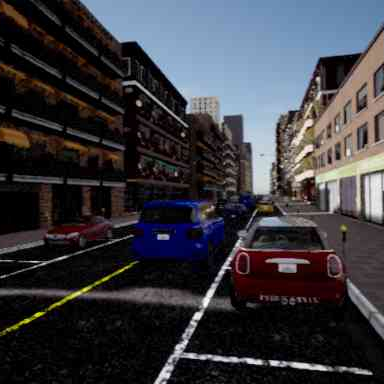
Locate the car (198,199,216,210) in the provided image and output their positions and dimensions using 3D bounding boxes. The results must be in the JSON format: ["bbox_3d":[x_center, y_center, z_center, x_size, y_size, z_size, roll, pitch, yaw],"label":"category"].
[{"bbox_3d":[2.205,1.787,48.703,1.887,1.381,4.507,-1,0,13],"label":"car"}]

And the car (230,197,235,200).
[{"bbox_3d":[4.368,1.698,46.148,1.837,1.490,4.892,-1,-1,13],"label":"car"}]

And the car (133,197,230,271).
[{"bbox_3d":[-0.169,1.292,11.430,2.150,2.045,5.566,-1,0,13],"label":"car"}]

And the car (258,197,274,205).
[{"bbox_3d":[7.970,1.596,36.042,1.752,1.417,4.829,-1,0,13],"label":"car"}]

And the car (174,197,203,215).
[{"bbox_3d":[-0.247,1.538,37.701,2.192,1.841,5.009,-1,0,13],"label":"car"}]

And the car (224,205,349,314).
[{"bbox_3d":[2.143,1.363,7.933,2.097,1.767,4.553,-1,0,13],"label":"car"}]

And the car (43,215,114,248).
[{"bbox_3d":[-5.142,1.763,15.693,1.802,1.307,4.206,-1,0,13],"label":"car"}]

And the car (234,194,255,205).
[{"bbox_3d":[7.685,1.360,47.171,2.150,2.045,5.566,-1,0,13],"label":"car"}]

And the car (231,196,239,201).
[{"bbox_3d":[12.001,1.869,92.716,2.008,1.369,4.403,-1,0,13],"label":"car"}]

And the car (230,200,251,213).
[{"bbox_3d":[3.936,1.706,29.834,1.895,1.301,4.718,-1,0,13],"label":"car"}]

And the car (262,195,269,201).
[{"bbox_3d":[20.216,1.692,91.057,1.752,1.417,4.829,-1,0,13],"label":"car"}]

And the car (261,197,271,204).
[{"bbox_3d":[15.281,1.680,68.884,2.008,1.369,4.403,-1,0,13],"label":"car"}]

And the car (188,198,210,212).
[{"bbox_3d":[0.978,1.673,43.201,1.967,1.590,4.097,-1,0,13],"label":"car"}]
